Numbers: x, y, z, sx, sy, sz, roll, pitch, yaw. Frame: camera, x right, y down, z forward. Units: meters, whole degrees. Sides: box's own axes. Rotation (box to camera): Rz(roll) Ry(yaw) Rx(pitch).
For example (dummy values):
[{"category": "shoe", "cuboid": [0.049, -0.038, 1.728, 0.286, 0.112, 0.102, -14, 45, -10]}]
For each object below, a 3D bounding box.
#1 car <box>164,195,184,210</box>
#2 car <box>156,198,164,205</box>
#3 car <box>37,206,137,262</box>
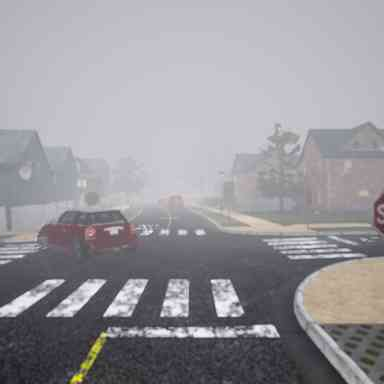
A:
[{"category": "car", "cuboid": [-2.517, 1.496, 48.960, 2.150, 2.045, 5.566, 0, 0, -8]}, {"category": "car", "cuboid": [-6.169, 1.985, 68.715, 1.882, 1.535, 5.008, 0, -1, -14]}, {"category": "car", "cuboid": [-4.080, 1.390, 12.588, 2.097, 1.767, 4.553, -2, 1, -44]}]
